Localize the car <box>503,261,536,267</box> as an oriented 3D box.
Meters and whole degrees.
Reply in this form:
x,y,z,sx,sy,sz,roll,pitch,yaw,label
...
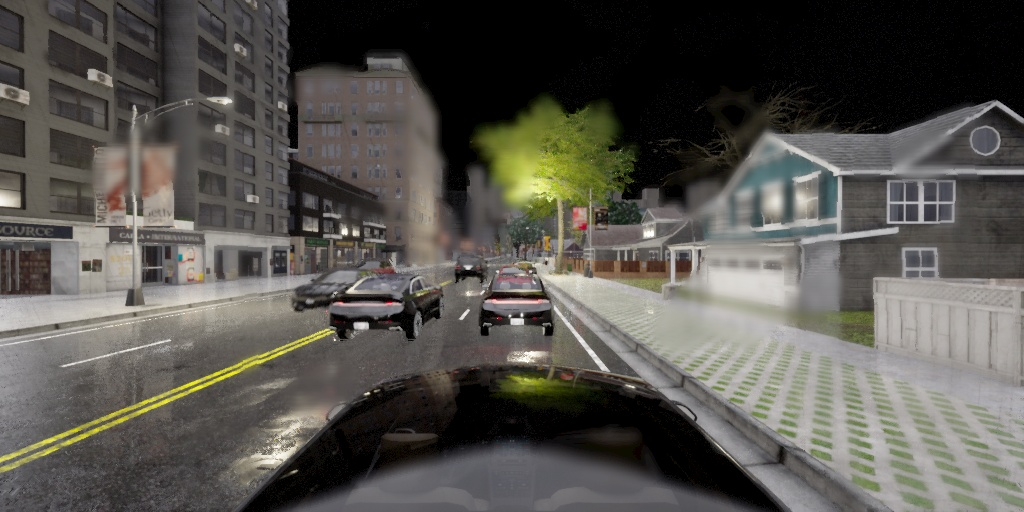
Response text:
x,y,z,sx,sy,sz,roll,pitch,yaw,label
0.124,1.219,19.869,1.882,1.535,5.008,0,0,0,car

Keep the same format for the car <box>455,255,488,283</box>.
x,y,z,sx,sy,sz,roll,pitch,yaw,label
-3.115,0.955,28.207,2.150,2.045,5.566,0,0,0,car

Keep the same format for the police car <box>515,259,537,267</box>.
x,y,z,sx,sy,sz,roll,pitch,yaw,label
1.011,1.155,29.598,1.930,1.638,5.238,0,0,0,police car

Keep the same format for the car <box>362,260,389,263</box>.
x,y,z,sx,sy,sz,roll,pitch,yaw,label
-9.819,1.087,25.223,2.097,1.767,4.553,0,0,0,car

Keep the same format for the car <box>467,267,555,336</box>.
x,y,z,sx,sy,sz,roll,pitch,yaw,label
0.114,1.239,10.366,2.128,1.511,4.902,0,0,0,car

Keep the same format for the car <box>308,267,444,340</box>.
x,y,z,sx,sy,sz,roll,pitch,yaw,label
-3.139,1.240,9.926,2.128,1.511,4.902,0,0,0,car

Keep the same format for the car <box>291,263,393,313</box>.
x,y,z,sx,sy,sz,roll,pitch,yaw,label
-6.583,1.223,14.225,1.882,1.535,5.008,0,0,0,car
